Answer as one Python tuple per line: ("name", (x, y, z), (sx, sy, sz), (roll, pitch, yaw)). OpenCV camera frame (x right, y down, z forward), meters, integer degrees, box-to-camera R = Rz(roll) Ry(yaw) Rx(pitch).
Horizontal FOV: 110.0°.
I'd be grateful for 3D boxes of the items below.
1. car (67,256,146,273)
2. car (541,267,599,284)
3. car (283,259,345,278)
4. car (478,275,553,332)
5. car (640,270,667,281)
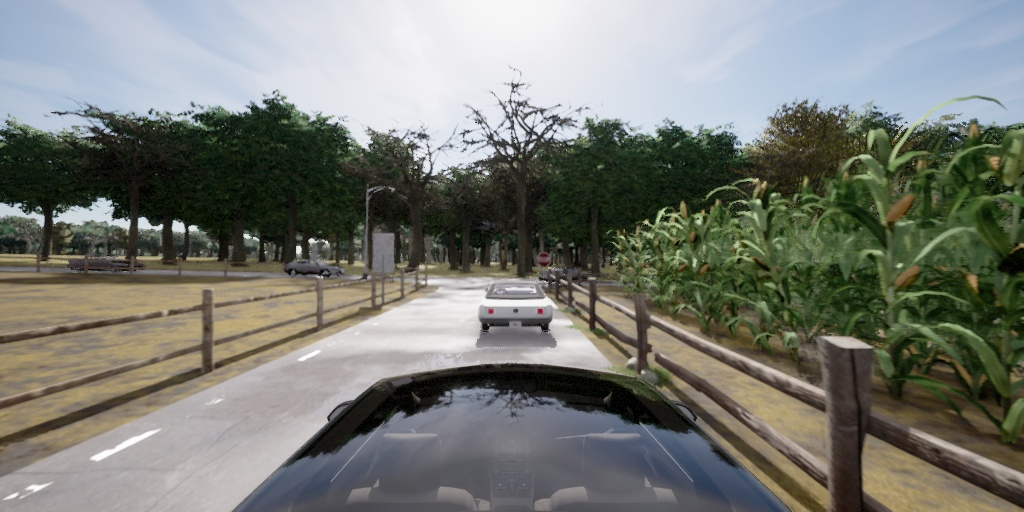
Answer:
("car", (-35.006, 0.700, 31.039), (5.357, 1.411, 2.033), (1, 0, 0))
("car", (4.839, 1.635, 30.224), (5.357, 1.411, 2.033), (2, -1, -32))
("car", (-17.052, 1.068, 31.015), (4.902, 1.511, 2.128), (1, 0, 0))
("car", (0.084, 1.415, 11.132), (1.895, 1.301, 4.718), (0, 0, 0))
("car", (13.925, 1.896, 33.926), (4.181, 1.385, 1.994), (1, 0, 0))
